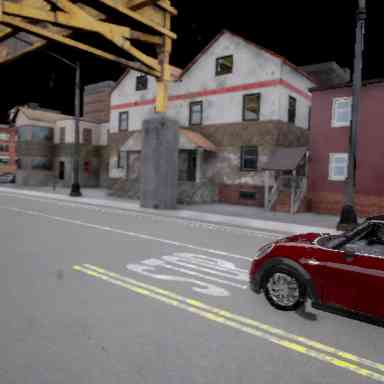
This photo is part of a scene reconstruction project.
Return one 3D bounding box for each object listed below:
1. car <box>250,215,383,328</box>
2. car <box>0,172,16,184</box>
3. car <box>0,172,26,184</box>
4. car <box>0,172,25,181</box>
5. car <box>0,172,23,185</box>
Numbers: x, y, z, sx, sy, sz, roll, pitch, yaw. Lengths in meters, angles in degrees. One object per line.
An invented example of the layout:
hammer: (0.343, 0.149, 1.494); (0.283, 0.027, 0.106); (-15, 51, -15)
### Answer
car: (3.249, 1.163, 5.353); (4.553, 1.767, 2.097); (5, 4, 39)
car: (-25.171, -1.987, 44.073); (4.536, 1.218, 1.853); (1, 3, -21)
car: (-26.295, -2.059, 47.629); (2.038, 1.542, 4.974); (3, 3, 9)
car: (-26.282, -2.219, 47.672); (1.853, 1.218, 4.536); (3, 3, 9)
car: (-25.226, -1.831, 44.062); (4.974, 1.542, 2.038); (1, 3, -21)
